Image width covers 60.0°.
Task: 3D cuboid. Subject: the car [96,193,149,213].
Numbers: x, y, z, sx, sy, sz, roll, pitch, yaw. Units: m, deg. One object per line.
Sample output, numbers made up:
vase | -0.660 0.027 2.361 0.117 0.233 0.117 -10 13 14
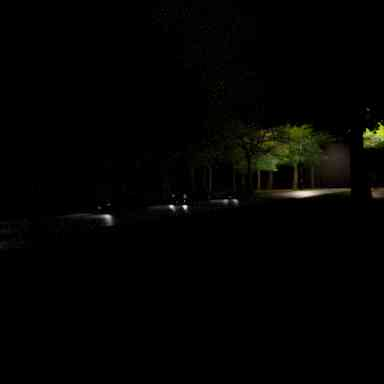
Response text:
car | -5.523 0.844 26.925 1.812 1.442 4.674 -1 2 39

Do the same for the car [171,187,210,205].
car | -0.101 0.318 33.965 2.097 1.767 4.553 -1 2 38

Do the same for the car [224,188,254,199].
car | 5.955 0.183 41.801 1.895 1.301 4.718 -1 1 38
